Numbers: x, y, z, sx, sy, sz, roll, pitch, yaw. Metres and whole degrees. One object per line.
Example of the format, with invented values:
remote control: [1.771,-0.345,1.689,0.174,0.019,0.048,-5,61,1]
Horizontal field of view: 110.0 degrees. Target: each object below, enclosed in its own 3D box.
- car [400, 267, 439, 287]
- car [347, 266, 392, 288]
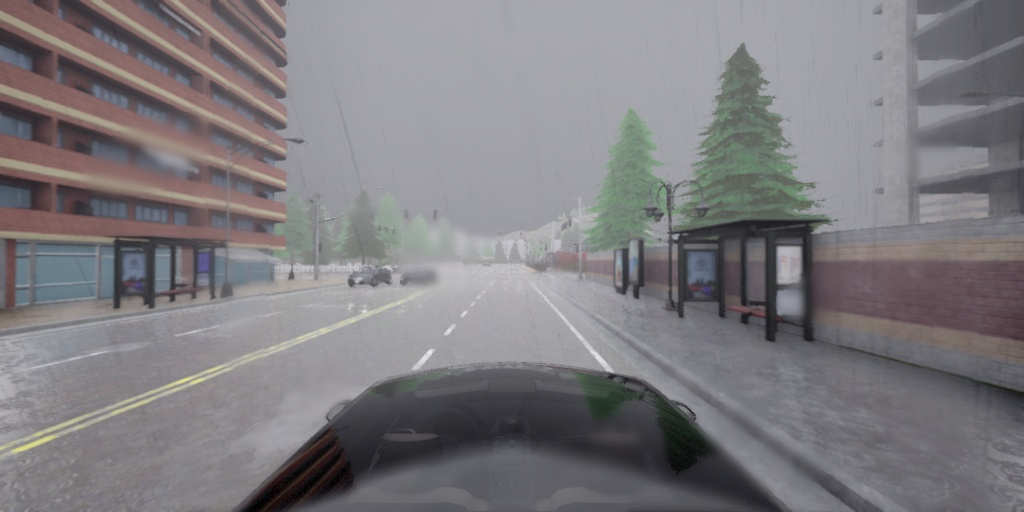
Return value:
car: [-7.013,1.578,27.828,2.033,1.411,5.357,0,-1,0]
car: [-10.522,1.513,26.854,2.128,1.511,4.902,0,-1,0]
